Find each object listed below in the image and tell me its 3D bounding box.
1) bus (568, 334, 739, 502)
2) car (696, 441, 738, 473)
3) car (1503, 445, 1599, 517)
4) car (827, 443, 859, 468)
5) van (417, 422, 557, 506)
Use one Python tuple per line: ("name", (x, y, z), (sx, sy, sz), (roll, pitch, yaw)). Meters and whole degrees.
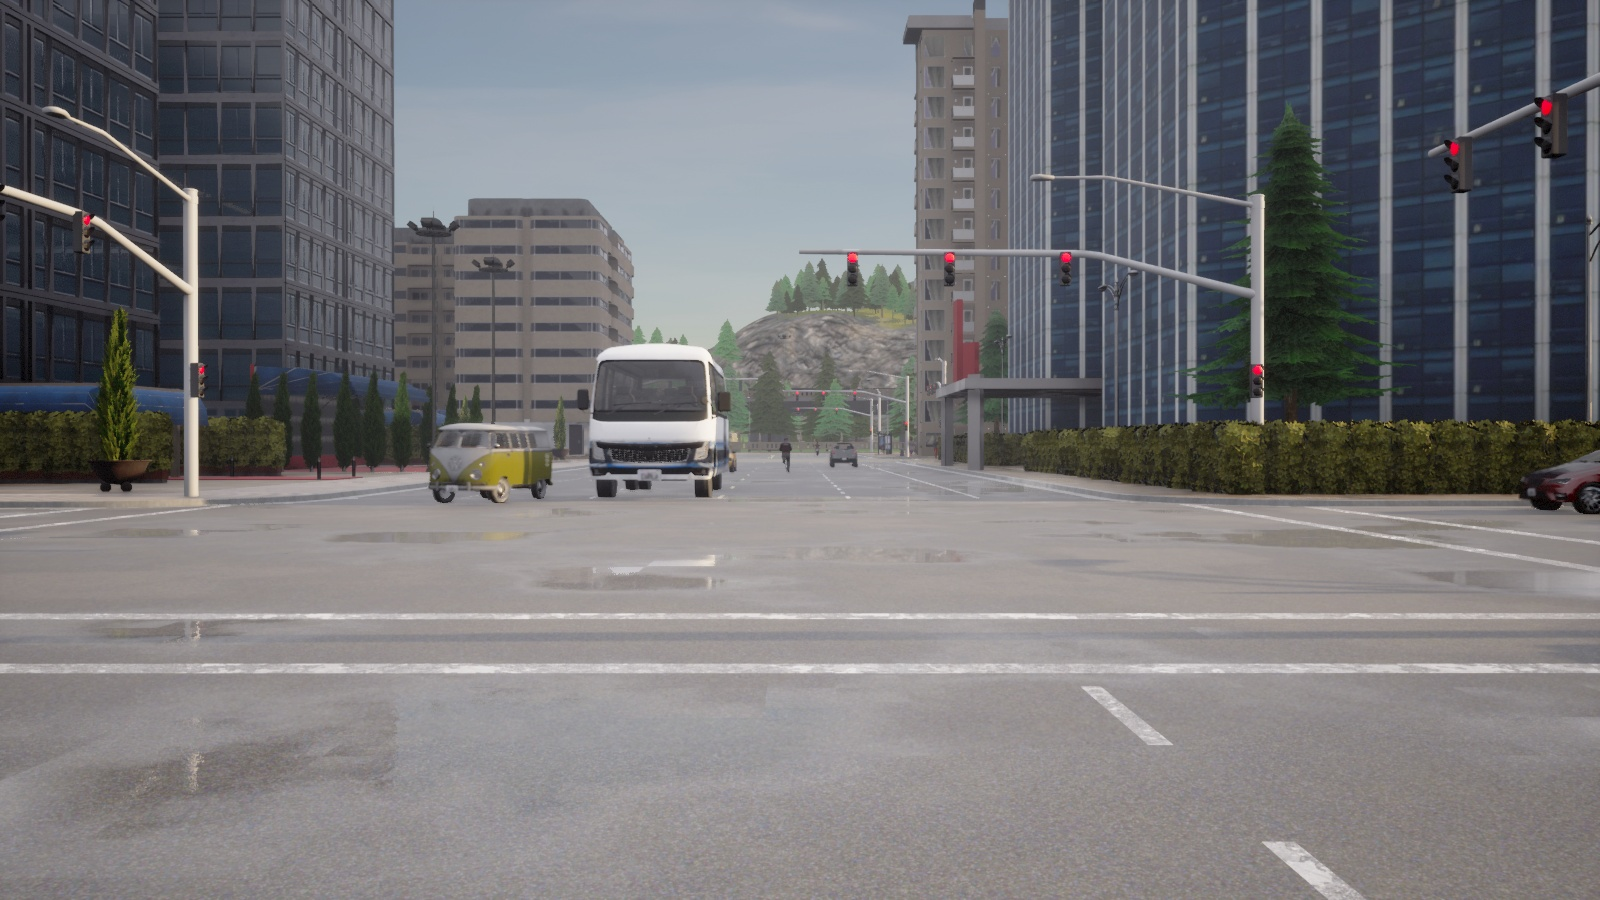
("bus", (-3.960, -0.842, 36.958), (3.944, 4.253, 10.273), (0, 0, -1))
("car", (-4.213, 0.318, 64.413), (1.801, 1.575, 5.366), (0, 0, -1))
("car", (17.471, 0.624, 26.550), (4.193, 1.474, 1.816), (0, 0, 0))
("car", (2.664, 0.322, 78.070), (1.845, 1.501, 3.633), (0, 0, -1))
("van", (-7.915, 0.311, 32.167), (1.775, 1.987, 4.442), (0, 0, 11))
